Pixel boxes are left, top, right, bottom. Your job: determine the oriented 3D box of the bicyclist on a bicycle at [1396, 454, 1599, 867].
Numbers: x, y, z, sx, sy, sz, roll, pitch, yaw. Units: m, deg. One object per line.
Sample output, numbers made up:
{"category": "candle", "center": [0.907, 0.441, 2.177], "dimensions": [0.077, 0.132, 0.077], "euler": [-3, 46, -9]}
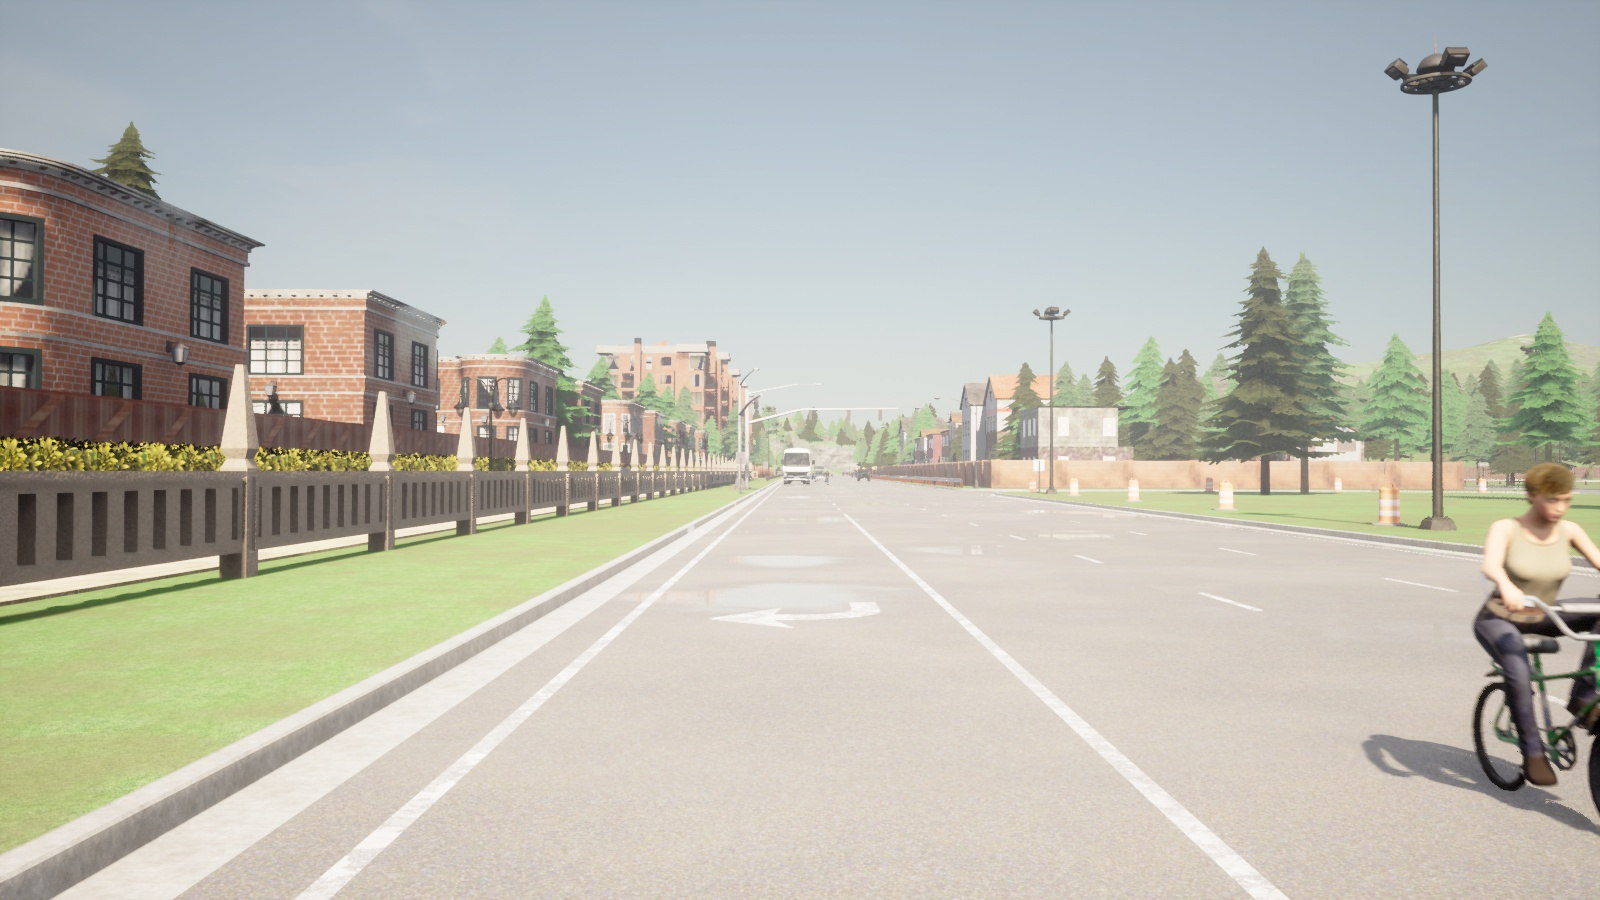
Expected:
{"category": "bicyclist on a bicycle", "center": [3.490, 0.832, 5.665], "dimensions": [0.866, 1.612, 1.509], "euler": [0, -1, 0]}
